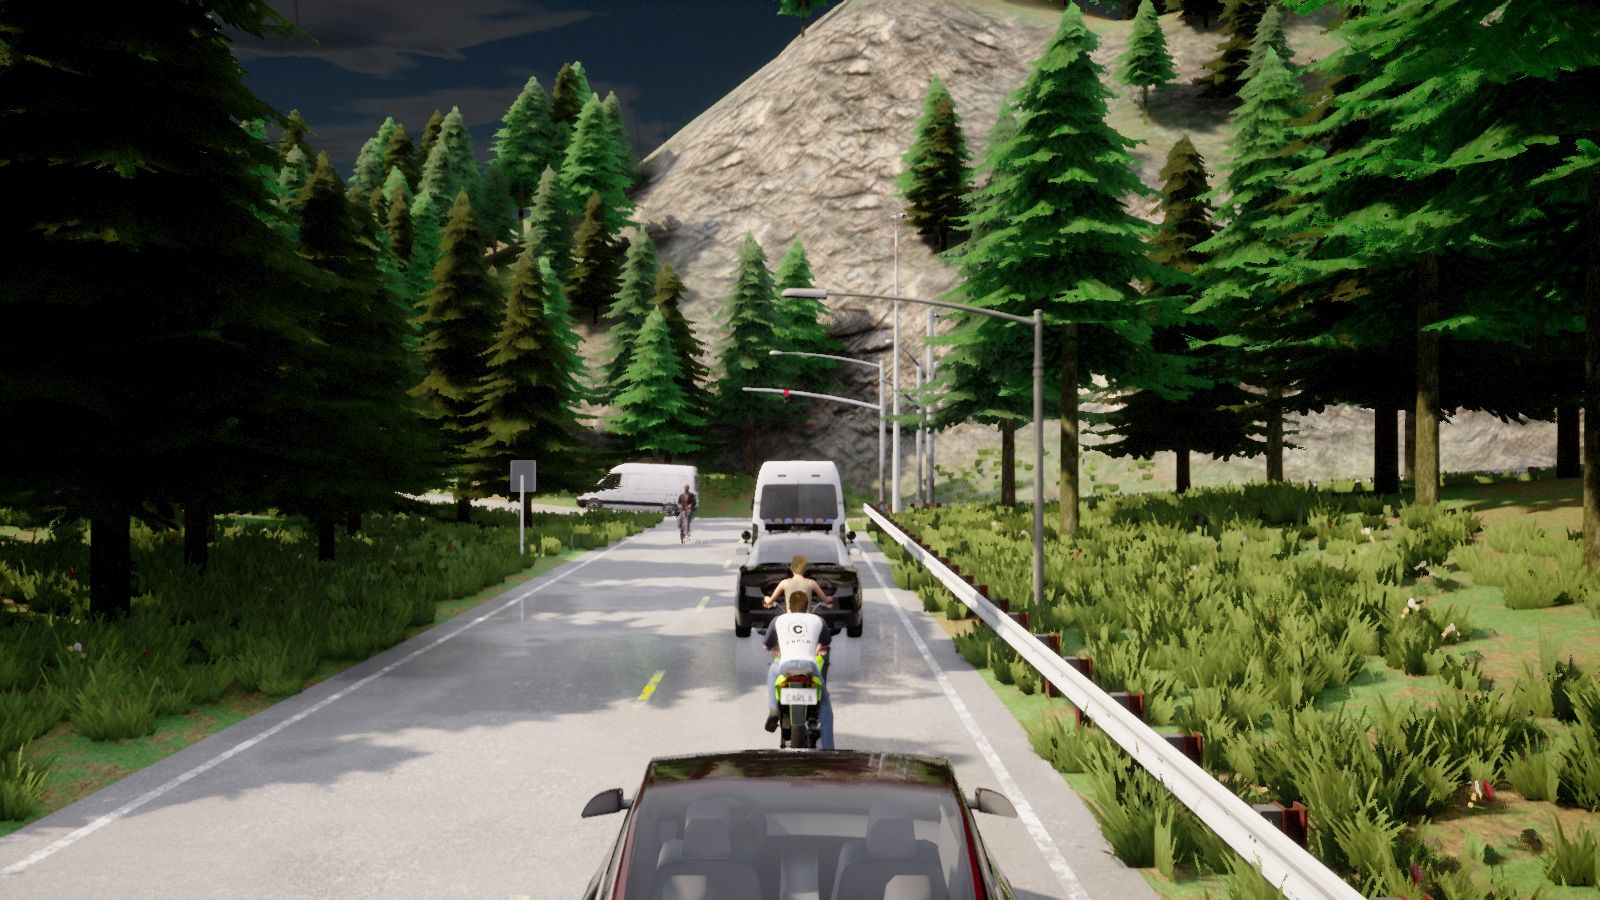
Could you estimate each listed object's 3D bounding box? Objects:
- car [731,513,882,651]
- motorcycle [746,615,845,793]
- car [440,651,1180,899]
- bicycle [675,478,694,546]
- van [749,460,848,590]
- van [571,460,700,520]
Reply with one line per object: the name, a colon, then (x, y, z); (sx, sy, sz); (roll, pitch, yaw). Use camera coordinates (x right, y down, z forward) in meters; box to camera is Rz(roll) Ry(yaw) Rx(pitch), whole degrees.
car: (0.090, 1.976, 18.500); (2.097, 1.638, 5.238); (0, 0, 0)
motorcycle: (-0.033, 2.209, 10.287); (0.803, 1.145, 2.033); (0, 0, 0)
car: (0.027, 2.061, 5.080); (2.163, 1.488, 4.792); (0, 0, 0)
bicycle: (-3.418, 1.825, 33.881); (0.329, 1.919, 1.835); (0, 0, 1)
van: (-0.039, 1.526, 25.918); (1.988, 2.561, 5.915); (0, 0, 0)
van: (-8.027, 1.937, 56.086); (5.915, 2.561, 1.988); (3, 0, 2)
